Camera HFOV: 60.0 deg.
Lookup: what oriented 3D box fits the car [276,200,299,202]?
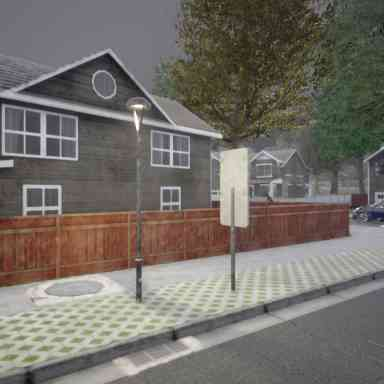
[{"bbox_3d":[7.345,1.356,24.428,5.008,1.535,1.882,1,0,43],"label":"car"}]

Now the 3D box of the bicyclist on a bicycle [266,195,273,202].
[{"bbox_3d":[7.508,1.130,32.287,0.582,1.620,1.656,1,1,43],"label":"bicyclist on a bicycle"}]

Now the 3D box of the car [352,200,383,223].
[{"bbox_3d":[13.507,1.268,22.715,4.553,1.767,2.097,1,0,43],"label":"car"}]
